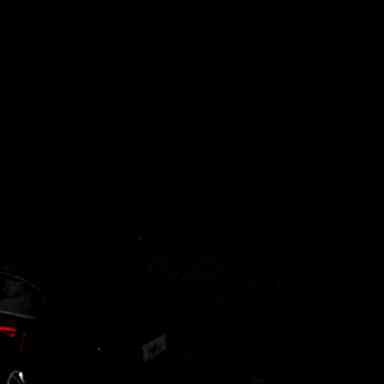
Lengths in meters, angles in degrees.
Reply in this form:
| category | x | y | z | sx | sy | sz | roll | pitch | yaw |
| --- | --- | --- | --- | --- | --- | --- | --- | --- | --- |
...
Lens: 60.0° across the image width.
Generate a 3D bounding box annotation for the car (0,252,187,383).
| category | x | y | z | sx | sy | sz | roll | pitch | yaw |
| --- | --- | --- | --- | --- | --- | --- | --- | --- | --- |
| car | -2.050 | 1.505 | 4.422 | 4.313 | 1.339 | 1.947 | 1 | 1 | 36 |
